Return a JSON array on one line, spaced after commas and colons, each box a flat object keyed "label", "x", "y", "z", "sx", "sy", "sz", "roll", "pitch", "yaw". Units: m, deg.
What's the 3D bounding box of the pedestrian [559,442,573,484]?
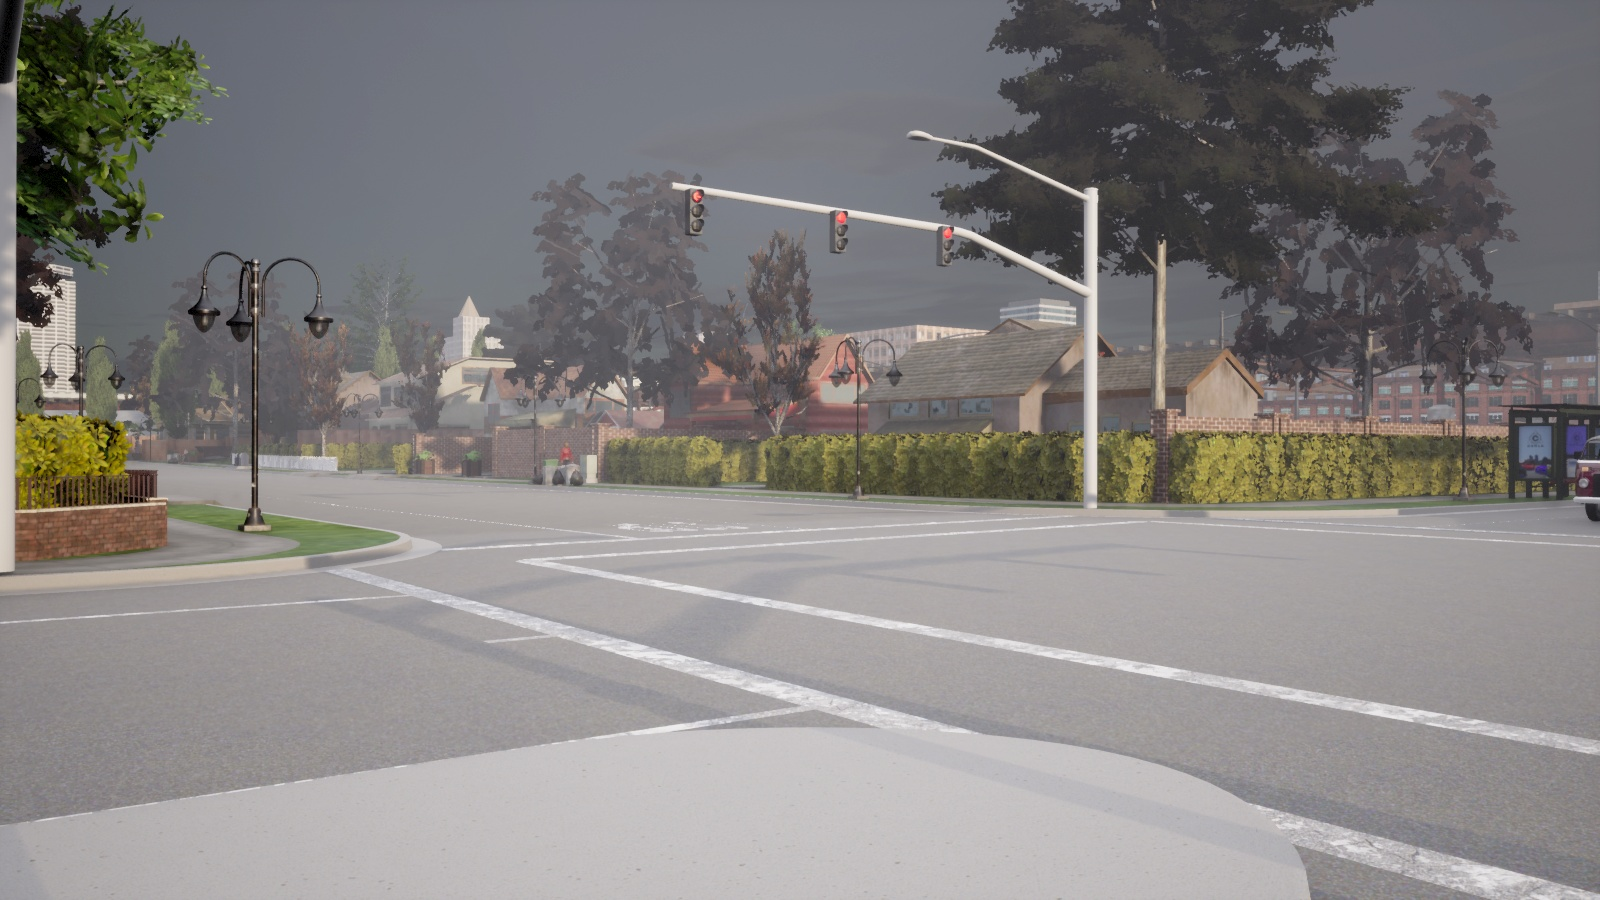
[{"label": "pedestrian", "x": -10.146, "y": 0.565, "z": 54.493, "sx": 0.331, "sy": 1.846, "sz": 0.636, "roll": 0, "pitch": 0, "yaw": -36}]

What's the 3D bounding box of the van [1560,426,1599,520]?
[{"label": "van", "x": 19.198, "y": 0.497, "z": 28.227, "sx": 4.480, "sy": 2.038, "sz": 2.069, "roll": 0, "pitch": 0, "yaw": -37}]
